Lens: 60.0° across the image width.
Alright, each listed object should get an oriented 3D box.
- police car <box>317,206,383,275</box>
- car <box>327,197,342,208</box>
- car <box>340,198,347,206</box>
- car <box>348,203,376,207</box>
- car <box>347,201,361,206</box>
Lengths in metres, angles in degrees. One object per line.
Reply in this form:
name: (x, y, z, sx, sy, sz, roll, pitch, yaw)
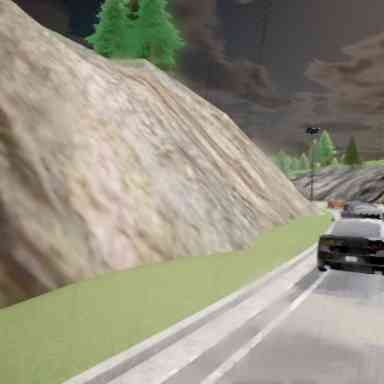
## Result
police car: (5.302, 1.476, 10.465, 1.930, 1.638, 5.238, 0, 0, 31)
car: (22.291, 1.582, 51.218, 2.097, 1.767, 4.553, 0, 0, 12)
car: (19.457, 1.757, 39.862, 1.994, 1.385, 4.181, 0, 0, 15)
car: (9.764, 1.599, 18.461, 1.837, 1.490, 4.892, 0, 0, 27)
car: (12.182, 1.596, 23.469, 1.882, 1.535, 5.008, 0, 0, 24)
